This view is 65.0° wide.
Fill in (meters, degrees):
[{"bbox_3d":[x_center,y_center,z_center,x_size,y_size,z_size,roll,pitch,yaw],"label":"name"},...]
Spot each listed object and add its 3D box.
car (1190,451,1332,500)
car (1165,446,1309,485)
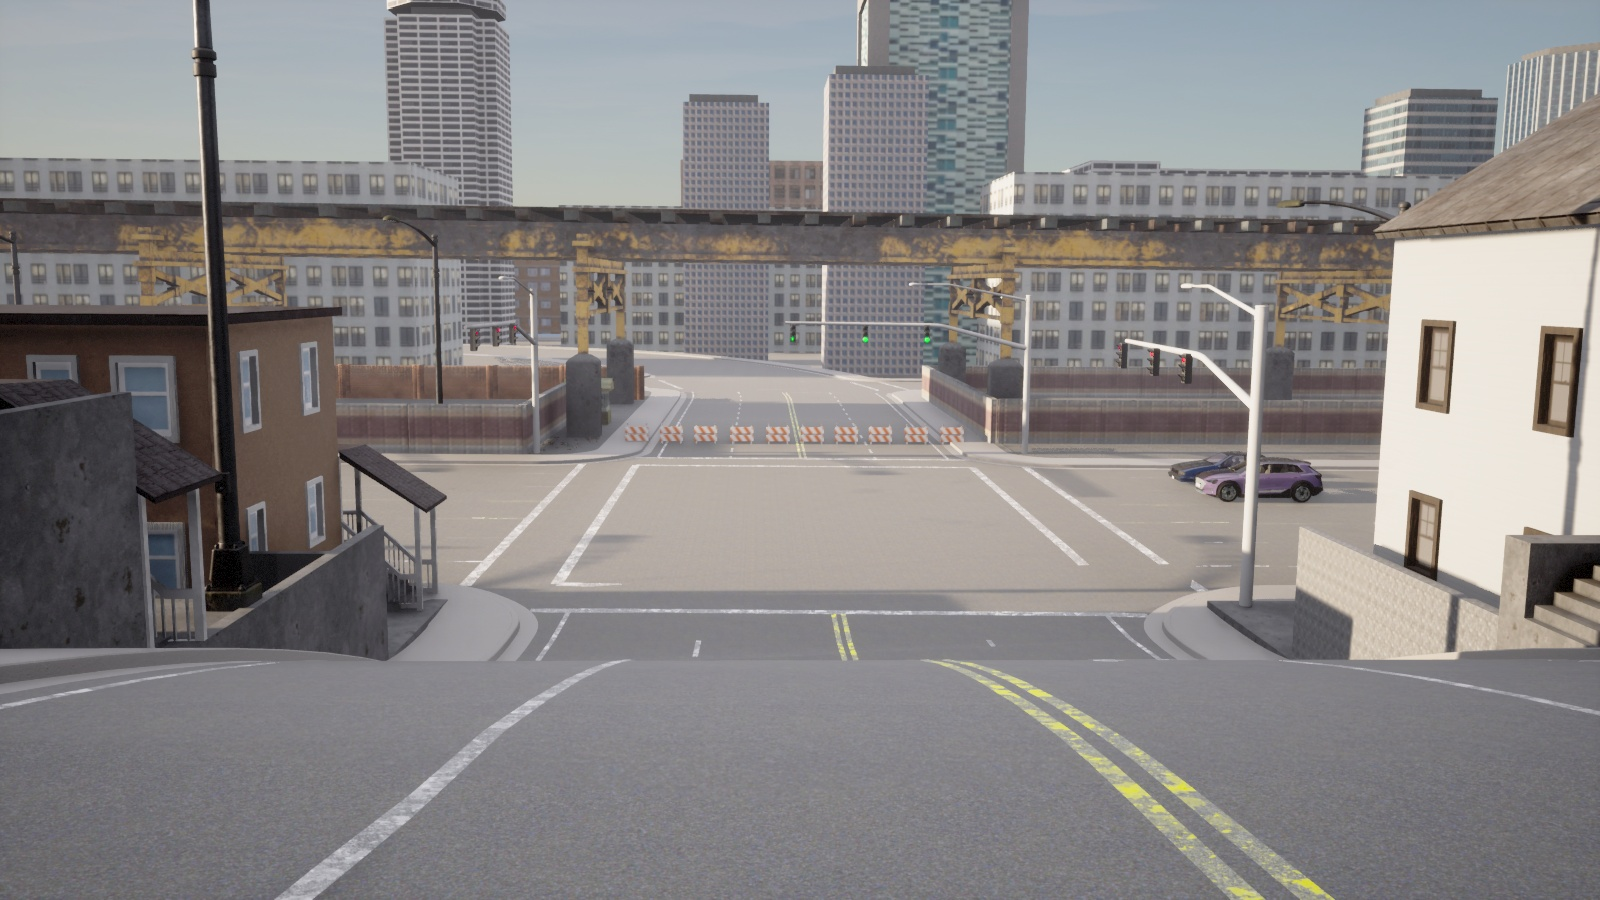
[{"bbox_3d":[18.337,0.991,50.134,4.856,1.649,2.033,0,8,0],"label":"car"},{"bbox_3d":[18.602,0.645,53.624,5.357,1.411,2.033,0,8,0],"label":"car"}]
